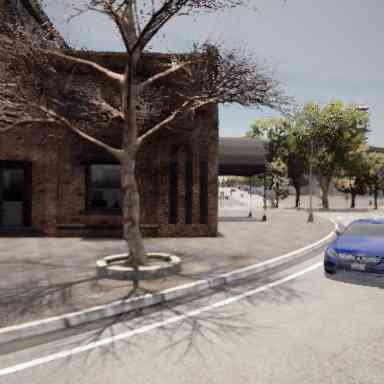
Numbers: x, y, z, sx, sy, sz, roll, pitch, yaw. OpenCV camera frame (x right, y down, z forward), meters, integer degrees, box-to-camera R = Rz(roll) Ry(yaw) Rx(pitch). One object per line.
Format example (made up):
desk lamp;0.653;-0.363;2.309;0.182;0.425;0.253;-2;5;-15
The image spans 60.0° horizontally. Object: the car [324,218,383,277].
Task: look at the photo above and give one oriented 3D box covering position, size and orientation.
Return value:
car;5.414;1.531;9.847;1.812;1.442;4.674;0;0;38
